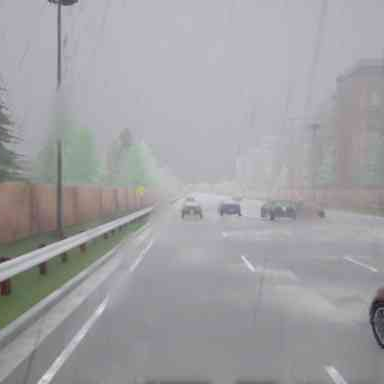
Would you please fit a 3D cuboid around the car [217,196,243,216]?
[{"bbox_3d":[3.475,1.443,31.796,1.882,1.535,5.008,0,0,0],"label":"car"}]

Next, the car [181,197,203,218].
[{"bbox_3d":[-0.016,1.493,30.157,1.812,1.442,4.674,0,0,0],"label":"car"}]

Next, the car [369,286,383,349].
[{"bbox_3d":[3.600,1.522,3.120,1.812,1.442,4.674,0,0,0],"label":"car"}]

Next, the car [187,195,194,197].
[{"bbox_3d":[-0.354,1.448,71.736,1.812,1.442,4.674,0,0,0],"label":"car"}]

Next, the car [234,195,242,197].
[{"bbox_3d":[10.133,1.420,73.986,1.837,1.490,4.892,0,0,0],"label":"car"}]

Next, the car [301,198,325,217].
[{"bbox_3d":[10.481,1.530,30.426,1.994,1.385,4.181,0,0,0],"label":"car"}]

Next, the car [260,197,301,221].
[{"bbox_3d":[6.993,1.321,27.331,2.097,1.767,4.553,0,0,0],"label":"car"}]
